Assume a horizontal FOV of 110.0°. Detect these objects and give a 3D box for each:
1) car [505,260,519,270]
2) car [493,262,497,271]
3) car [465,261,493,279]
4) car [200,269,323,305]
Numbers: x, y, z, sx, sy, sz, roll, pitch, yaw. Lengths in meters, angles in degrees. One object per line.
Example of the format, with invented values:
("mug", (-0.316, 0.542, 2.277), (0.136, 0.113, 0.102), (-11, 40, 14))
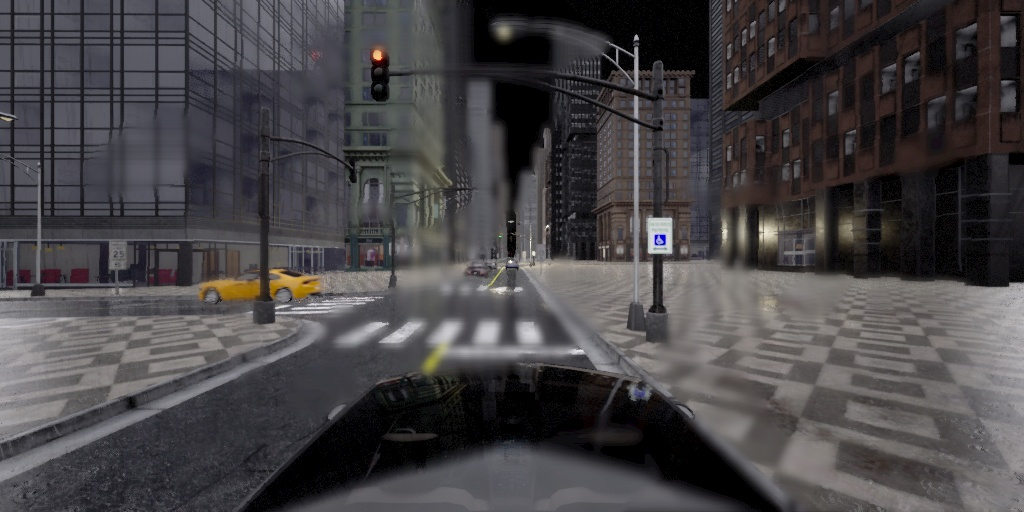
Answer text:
("car", (0.015, 1.325, 53.451), (1.994, 1.385, 4.181), (0, 0, 0))
("car", (-3.060, 1.322, 49.327), (1.994, 1.385, 4.181), (0, 0, 0))
("car", (-3.091, 1.315, 32.742), (1.994, 1.385, 4.181), (0, 0, 0))
("car", (-11.657, 1.381, 16.820), (5.008, 1.535, 1.882), (-1, 1, -3))
